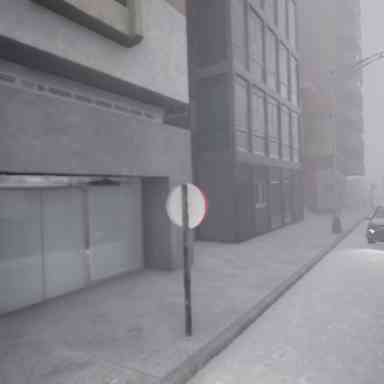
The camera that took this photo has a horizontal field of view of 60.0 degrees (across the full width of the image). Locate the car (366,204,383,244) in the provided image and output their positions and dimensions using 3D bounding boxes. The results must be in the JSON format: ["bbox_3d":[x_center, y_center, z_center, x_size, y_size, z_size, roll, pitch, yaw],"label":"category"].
[{"bbox_3d":[8.295,1.205,13.512,2.033,1.411,5.357,-2,0,33],"label":"car"}]
